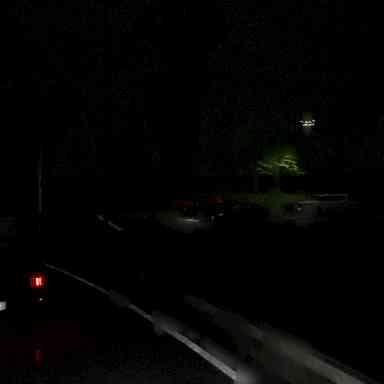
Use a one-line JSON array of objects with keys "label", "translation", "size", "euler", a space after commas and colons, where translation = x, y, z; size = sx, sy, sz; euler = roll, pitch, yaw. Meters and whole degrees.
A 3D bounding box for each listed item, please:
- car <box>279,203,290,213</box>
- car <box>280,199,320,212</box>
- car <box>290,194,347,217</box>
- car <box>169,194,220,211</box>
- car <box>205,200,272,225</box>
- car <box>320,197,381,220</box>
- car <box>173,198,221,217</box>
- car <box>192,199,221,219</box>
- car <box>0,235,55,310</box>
[{"label": "car", "translation": [11.516, 1.601, 34.995], "size": [4.718, 1.301, 1.895], "euler": [0, 0, -22]}, {"label": "car", "translation": [12.794, 1.564, 39.283], "size": [4.181, 1.385, 1.994], "euler": [0, 0, -22]}, {"label": "car", "translation": [12.477, 1.222, 31.608], "size": [5.566, 2.045, 2.150], "euler": [0, 0, -22]}, {"label": "car", "translation": [0.483, 1.223, 34.314], "size": [5.566, 2.045, 2.150], "euler": [0, 0, -22]}, {"label": "car", "translation": [3.623, 1.526, 24.234], "size": [4.674, 1.442, 1.812], "euler": [0, 0, -22]}, {"label": "car", "translation": [13.779, 1.478, 28.358], "size": [5.008, 1.535, 1.882], "euler": [0, 0, -22]}, {"label": "car", "translation": [0.992, 1.527, 30.721], "size": [4.674, 1.442, 1.812], "euler": [0, 0, -22]}, {"label": "car", "translation": [2.500, 1.565, 27.578], "size": [4.181, 1.385, 1.994], "euler": [0, 0, -22]}, {"label": "car", "translation": [-4.651, 1.601, 7.140], "size": [1.895, 1.301, 4.718], "euler": [0, 0, -41]}]
